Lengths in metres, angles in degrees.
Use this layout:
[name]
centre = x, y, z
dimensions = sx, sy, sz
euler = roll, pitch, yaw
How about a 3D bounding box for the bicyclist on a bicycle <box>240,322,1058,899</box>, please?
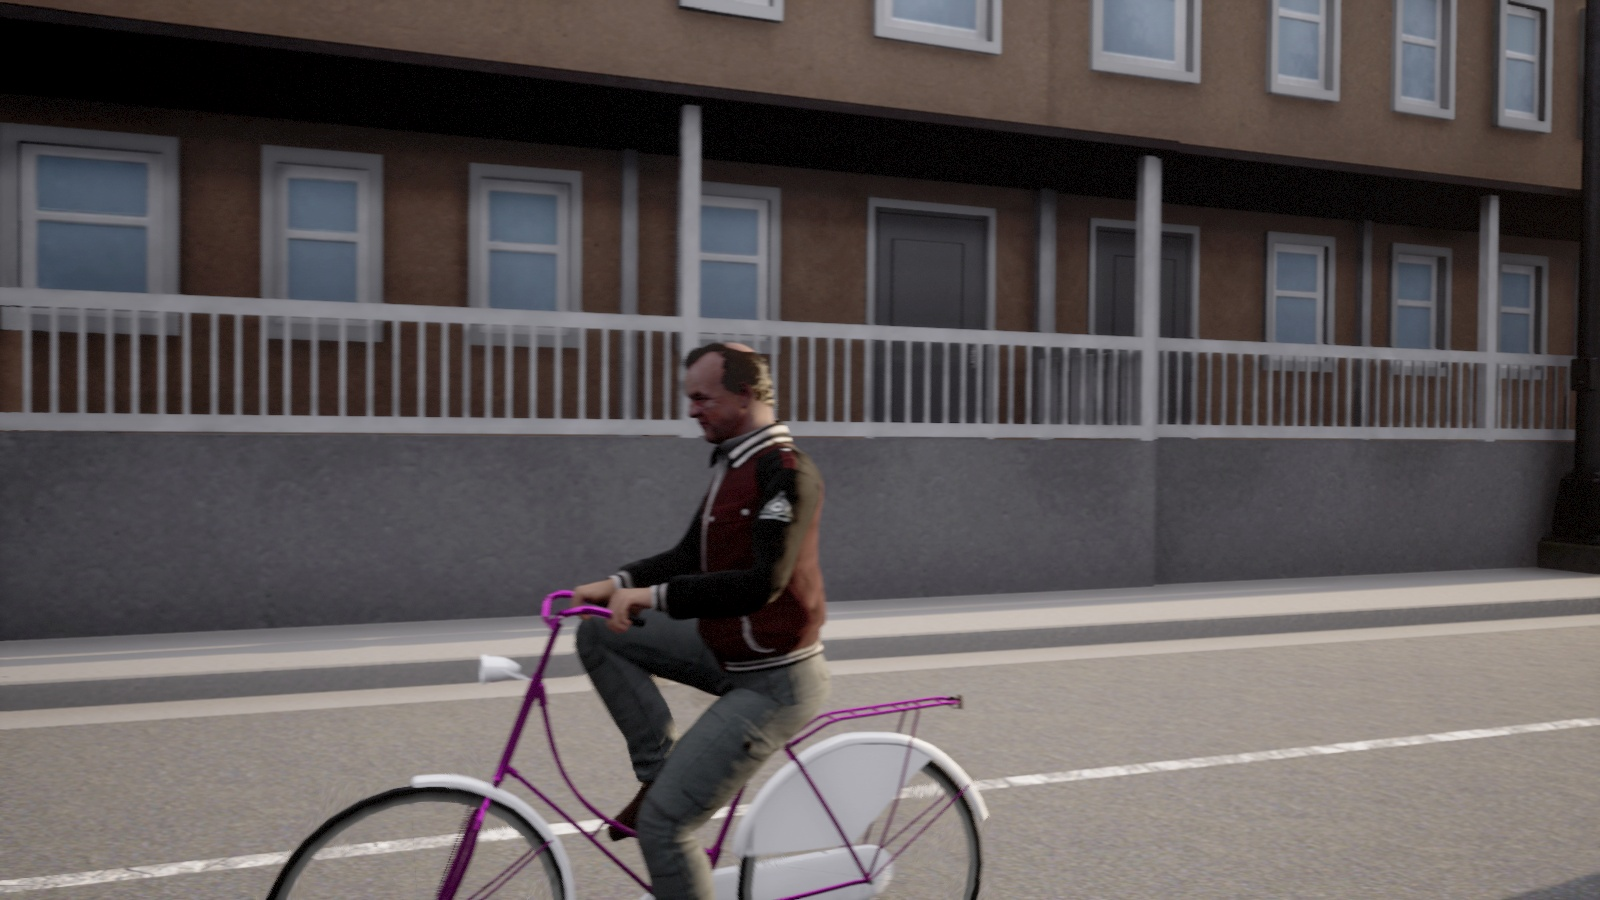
[bicyclist on a bicycle]
centre = -0.341, 0.620, 3.108
dimensions = 1.843, 1.776, 0.659
euler = -1, 1, -21
